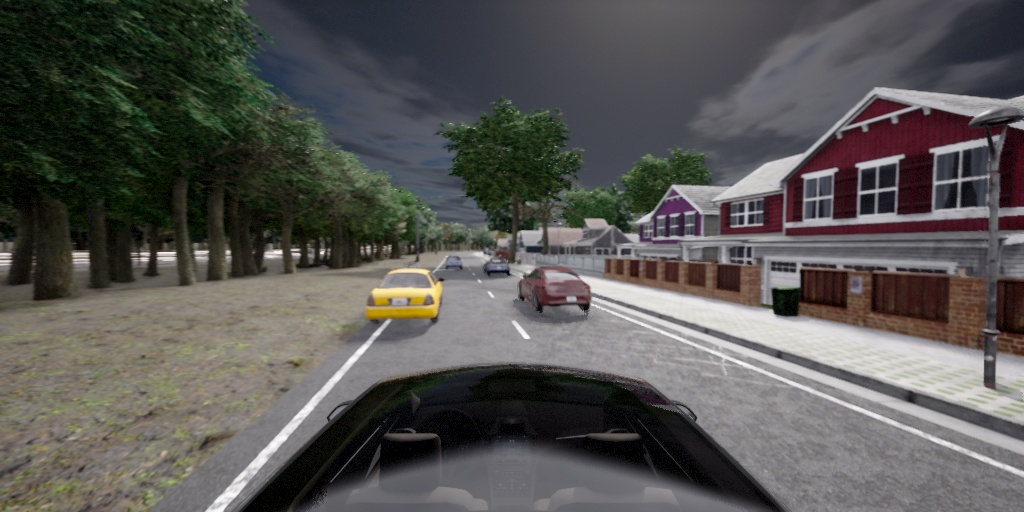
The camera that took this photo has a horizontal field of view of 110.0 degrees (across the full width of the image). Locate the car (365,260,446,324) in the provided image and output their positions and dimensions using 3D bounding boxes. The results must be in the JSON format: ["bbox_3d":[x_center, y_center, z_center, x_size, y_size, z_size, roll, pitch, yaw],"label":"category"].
[{"bbox_3d":[-3.121,1.033,11.186,1.801,1.575,5.366,0,1,-9],"label":"car"}]

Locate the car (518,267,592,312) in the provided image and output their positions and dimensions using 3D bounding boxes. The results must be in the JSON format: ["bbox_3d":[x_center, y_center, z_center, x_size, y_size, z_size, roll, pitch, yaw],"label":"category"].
[{"bbox_3d":[1.442,1.111,13.194,1.812,1.442,4.674,0,1,-9],"label":"car"}]

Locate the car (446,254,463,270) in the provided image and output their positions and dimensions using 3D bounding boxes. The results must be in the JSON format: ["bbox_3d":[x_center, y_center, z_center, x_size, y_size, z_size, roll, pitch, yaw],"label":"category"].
[{"bbox_3d":[-6.320,0.702,39.043,2.033,1.411,5.357,0,1,-10],"label":"car"}]

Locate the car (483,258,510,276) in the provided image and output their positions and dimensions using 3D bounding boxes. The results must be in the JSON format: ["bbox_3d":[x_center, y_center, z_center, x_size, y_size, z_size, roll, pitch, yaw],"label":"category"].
[{"bbox_3d":[-1.356,0.881,30.431,1.994,1.385,4.181,0,1,-9],"label":"car"}]
